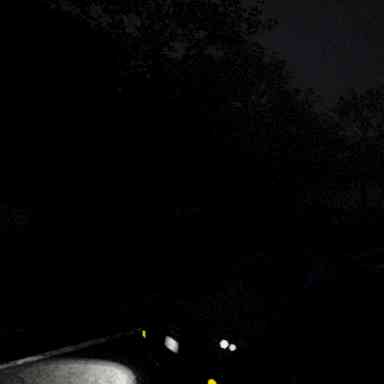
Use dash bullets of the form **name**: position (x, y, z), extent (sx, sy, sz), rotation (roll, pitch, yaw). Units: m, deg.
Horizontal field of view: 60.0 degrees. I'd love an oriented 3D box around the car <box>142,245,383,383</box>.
- **car**: position (1.389, 1.564, 4.981), extent (4.181, 1.385, 1.994), rotation (0, 0, -35)
